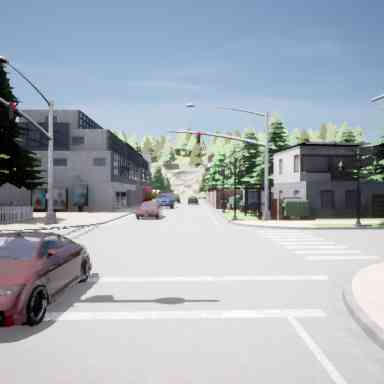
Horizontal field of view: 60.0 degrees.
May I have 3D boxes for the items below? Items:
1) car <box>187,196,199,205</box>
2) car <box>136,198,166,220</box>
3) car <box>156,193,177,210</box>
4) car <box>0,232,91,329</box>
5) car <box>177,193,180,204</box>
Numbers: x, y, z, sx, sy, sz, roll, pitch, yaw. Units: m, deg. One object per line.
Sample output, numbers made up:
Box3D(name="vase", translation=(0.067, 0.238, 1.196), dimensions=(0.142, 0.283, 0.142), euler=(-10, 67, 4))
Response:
Box3D(name="car", translation=(0.189, 1.504, 59.597), dimensions=(1.837, 1.490, 4.892), euler=(0, 0, 0))
Box3D(name="car", translation=(-3.561, 1.525, 28.185), dimensions=(1.812, 1.442, 4.674), euler=(0, 0, 0))
Box3D(name="car", translation=(-3.533, 1.223, 44.319), dimensions=(2.150, 2.045, 5.566), euler=(0, 0, 0))
Box3D(name="car", translation=(-3.591, 1.564, 6.909), dimensions=(1.994, 1.385, 4.181), euler=(0, 0, 0))
Box3D(name="car", translation=(-3.408, 1.206, 64.271), dimensions=(2.150, 2.045, 5.566), euler=(0, 0, 0))
